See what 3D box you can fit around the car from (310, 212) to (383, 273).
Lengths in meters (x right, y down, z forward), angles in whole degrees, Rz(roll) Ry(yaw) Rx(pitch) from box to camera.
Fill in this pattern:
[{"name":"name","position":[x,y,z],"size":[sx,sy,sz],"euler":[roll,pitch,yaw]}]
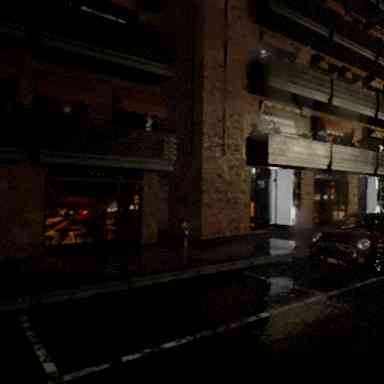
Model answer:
[{"name":"car","position":[5.579,1.400,10.528],"size":[4.097,1.590,1.967],"euler":[0,1,-36]}]
